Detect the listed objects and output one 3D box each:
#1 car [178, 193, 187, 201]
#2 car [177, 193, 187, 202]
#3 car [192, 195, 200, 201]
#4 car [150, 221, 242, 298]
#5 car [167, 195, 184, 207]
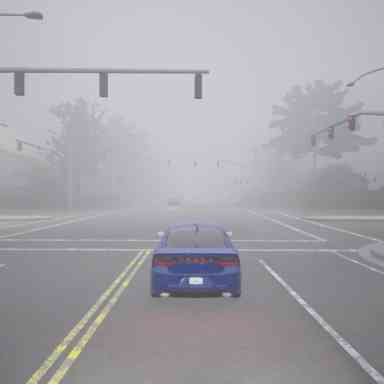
[{"bbox_3d":[-2.535,1.553,70.011,1.994,1.385,4.181,0,0,0],"label":"car"},{"bbox_3d":[-2.446,1.225,80.624,2.150,2.045,5.566,0,0,0],"label":"car"},{"bbox_3d":[1.119,1.552,88.318,1.994,1.385,4.181,0,0,0],"label":"car"},{"bbox_3d":[0.085,1.478,8.578,1.882,1.535,5.008,0,0,0],"label":"car"},{"bbox_3d":[-2.770,1.564,51.451,1.994,1.385,4.181,0,0,1],"label":"car"}]
